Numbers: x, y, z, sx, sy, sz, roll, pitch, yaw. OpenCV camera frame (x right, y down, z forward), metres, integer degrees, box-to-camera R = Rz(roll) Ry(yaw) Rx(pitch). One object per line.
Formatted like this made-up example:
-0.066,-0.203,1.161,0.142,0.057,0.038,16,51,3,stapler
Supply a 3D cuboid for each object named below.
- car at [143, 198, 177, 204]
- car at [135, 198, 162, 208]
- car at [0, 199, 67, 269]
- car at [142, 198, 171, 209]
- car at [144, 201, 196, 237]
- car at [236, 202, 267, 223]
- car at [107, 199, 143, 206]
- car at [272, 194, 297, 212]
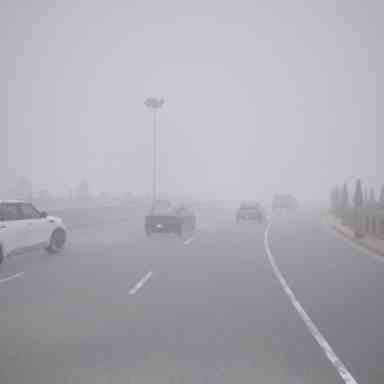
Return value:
-1.943,1.391,28.088,2.097,1.767,4.553,0,0,18,car
-6.715,1.666,52.147,1.812,1.442,4.674,0,0,28,car
-6.080,1.212,10.355,2.150,2.045,5.566,0,0,7,car
-5.009,1.627,47.851,1.837,1.490,4.892,0,-1,28,car
-1.066,1.492,18.468,1.882,1.535,5.008,0,0,12,car
4.650,1.535,25.780,2.128,1.511,4.902,0,0,18,car
-7.095,1.534,34.924,1.882,1.535,5.008,0,0,22,car
11.513,1.332,41.323,2.150,2.045,5.566,0,-1,27,car
